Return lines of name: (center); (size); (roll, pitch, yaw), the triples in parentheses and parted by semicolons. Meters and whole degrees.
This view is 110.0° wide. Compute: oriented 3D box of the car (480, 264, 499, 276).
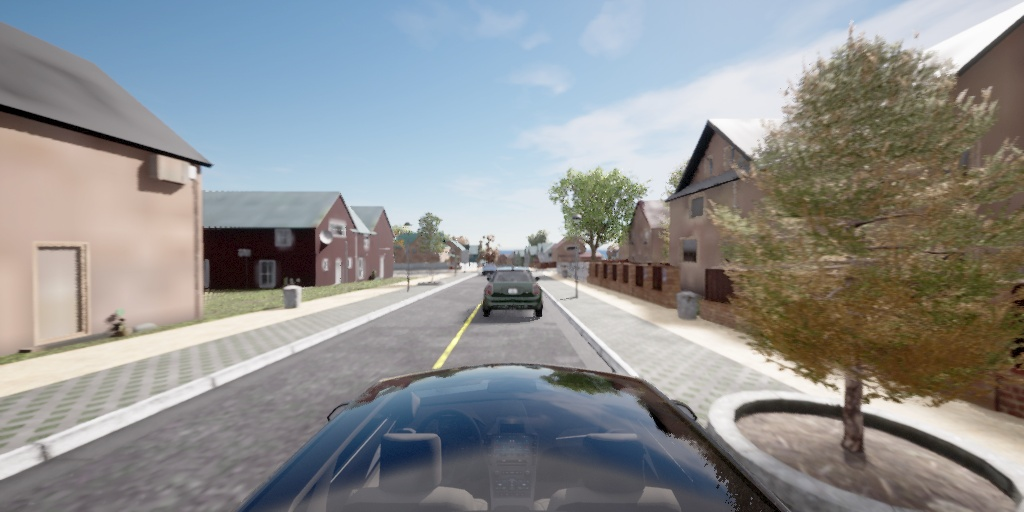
car: (-2.773, 1.755, 45.676); (2.033, 1.411, 5.357); (0, -1, 0)

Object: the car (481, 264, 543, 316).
car: (0.047, 1.207, 14.067); (2.097, 1.767, 4.553); (0, -1, 1)
